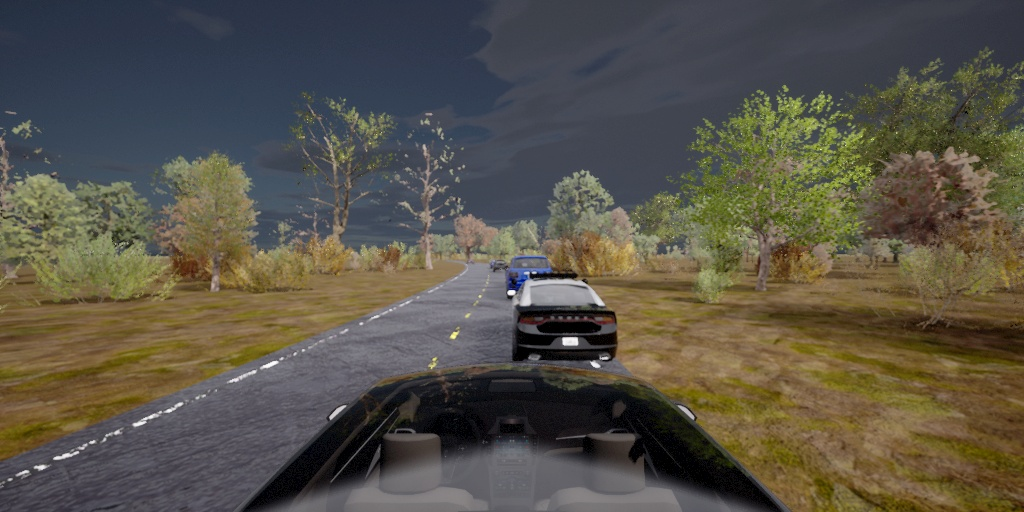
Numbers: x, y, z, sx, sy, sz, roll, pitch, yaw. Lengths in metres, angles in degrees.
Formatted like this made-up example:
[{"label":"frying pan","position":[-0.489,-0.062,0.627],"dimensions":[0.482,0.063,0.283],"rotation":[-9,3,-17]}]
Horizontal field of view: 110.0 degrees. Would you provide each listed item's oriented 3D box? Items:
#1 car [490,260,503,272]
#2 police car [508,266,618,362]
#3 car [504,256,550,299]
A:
[{"label":"car","position":[-1.563,1.337,46.906],"dimensions":[1.837,1.490,4.892],"rotation":[0,0,-5]},{"label":"police car","position":[0.938,1.186,8.398],"dimensions":[1.930,1.638,5.238],"rotation":[0,0,0]},{"label":"car","position":[0.802,1.002,18.367],"dimensions":[2.150,2.045,5.566],"rotation":[0,0,-1]}]
